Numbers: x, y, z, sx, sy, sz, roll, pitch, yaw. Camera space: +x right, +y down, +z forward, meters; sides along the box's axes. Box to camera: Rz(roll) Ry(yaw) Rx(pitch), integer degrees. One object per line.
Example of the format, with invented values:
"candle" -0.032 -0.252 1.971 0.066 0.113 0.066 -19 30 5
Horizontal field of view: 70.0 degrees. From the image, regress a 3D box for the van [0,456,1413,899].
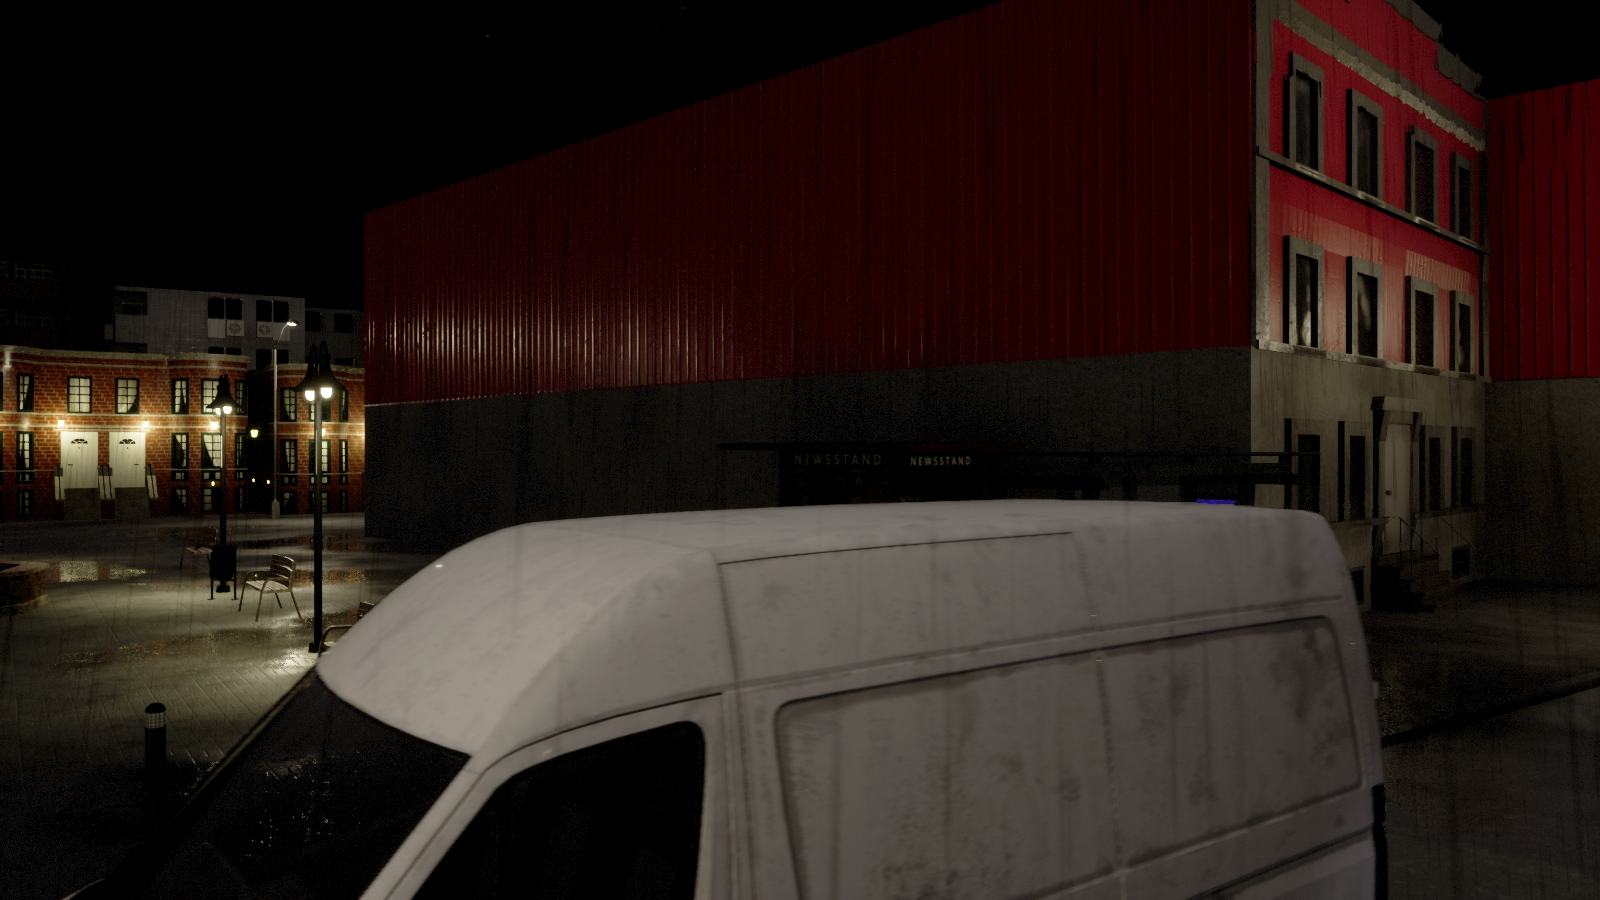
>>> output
"van" -0.235 1.315 4.252 5.915 2.561 1.988 0 0 -35
